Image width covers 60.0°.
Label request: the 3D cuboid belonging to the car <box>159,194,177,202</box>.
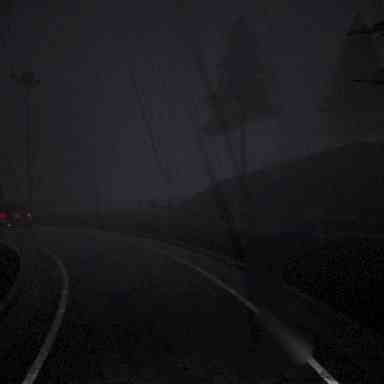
[{"bbox_3d":[-4.182,1.148,62.226,4.902,1.511,2.128,-2,1,-41],"label":"car"}]

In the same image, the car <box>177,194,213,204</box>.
[{"bbox_3d":[0.520,1.126,57.061,5.357,1.411,2.033,-2,1,-41],"label":"car"}]

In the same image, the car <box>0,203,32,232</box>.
[{"bbox_3d":[-12.231,1.492,20.954,4.553,1.767,2.097,-1,1,32],"label":"car"}]
